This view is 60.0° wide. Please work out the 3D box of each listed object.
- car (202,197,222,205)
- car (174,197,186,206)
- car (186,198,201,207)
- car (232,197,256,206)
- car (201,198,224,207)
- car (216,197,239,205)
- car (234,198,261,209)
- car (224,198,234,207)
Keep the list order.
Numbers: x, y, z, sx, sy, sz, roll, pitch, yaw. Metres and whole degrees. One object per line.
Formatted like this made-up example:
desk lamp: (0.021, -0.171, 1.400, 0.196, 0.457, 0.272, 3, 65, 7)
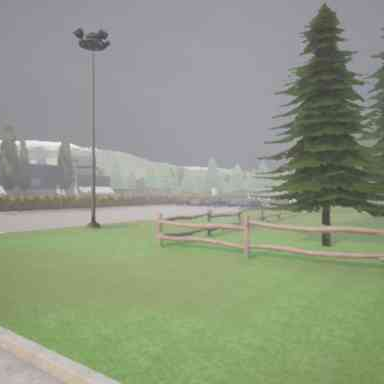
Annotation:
car: (4.037, 1.795, 65.782, 1.994, 1.385, 4.181, 0, 0, 36)
car: (-1.076, 1.736, 58.754, 1.837, 1.490, 4.892, 0, 0, 37)
car: (1.417, 1.772, 56.239, 1.994, 1.385, 4.181, 0, 0, 37)
car: (9.669, 1.732, 61.626, 2.033, 1.411, 5.357, 0, 0, 36)
car: (3.998, 1.689, 53.852, 1.837, 1.490, 4.892, 0, 0, 37)
car: (6.853, 1.755, 63.704, 2.033, 1.411, 5.357, 0, 0, 36)
car: (8.665, 1.631, 48.405, 2.128, 1.511, 4.902, 0, 0, 37)
car: (7.329, 1.726, 52.461, 1.994, 1.385, 4.181, 0, 0, 37)
